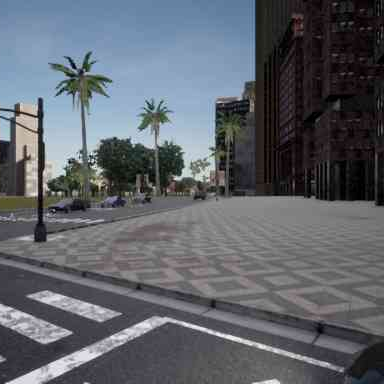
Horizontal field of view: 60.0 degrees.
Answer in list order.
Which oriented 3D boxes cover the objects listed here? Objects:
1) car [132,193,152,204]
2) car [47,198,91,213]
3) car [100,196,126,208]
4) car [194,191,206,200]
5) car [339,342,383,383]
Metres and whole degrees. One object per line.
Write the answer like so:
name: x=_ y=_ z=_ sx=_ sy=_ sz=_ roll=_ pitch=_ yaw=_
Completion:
car: x=-8.088 y=0.995 z=53.645 sx=2.097 sy=1.767 sz=4.553 roll=0 pitch=1 yaw=11
car: x=-12.435 y=1.363 z=34.170 sx=2.033 sy=1.411 sz=5.357 roll=0 pitch=0 yaw=14
car: x=-10.213 y=1.260 z=43.564 sx=1.812 sy=1.442 sz=4.674 roll=0 pitch=1 yaw=13
car: x=1.707 y=0.692 z=71.364 sx=2.150 sy=2.045 sz=5.566 roll=0 pitch=1 yaw=8
car: x=3.208 y=1.505 z=1.422 sx=4.892 sy=1.490 sz=1.837 roll=0 pitch=0 yaw=34
